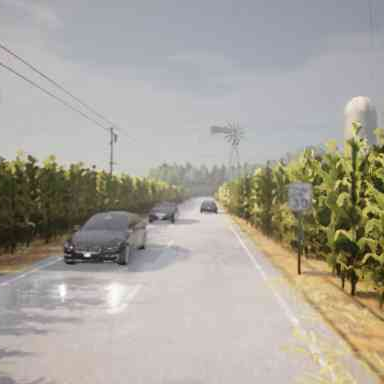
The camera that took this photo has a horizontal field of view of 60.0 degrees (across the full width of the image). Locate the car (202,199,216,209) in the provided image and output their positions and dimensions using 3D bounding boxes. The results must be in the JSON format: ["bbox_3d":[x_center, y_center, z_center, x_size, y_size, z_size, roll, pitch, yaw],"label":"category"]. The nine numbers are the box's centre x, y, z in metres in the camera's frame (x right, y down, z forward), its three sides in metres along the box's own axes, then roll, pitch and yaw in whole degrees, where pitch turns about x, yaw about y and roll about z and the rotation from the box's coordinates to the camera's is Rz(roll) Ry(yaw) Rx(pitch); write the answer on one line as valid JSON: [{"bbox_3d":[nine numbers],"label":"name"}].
[{"bbox_3d":[2.459,1.761,49.010,1.895,1.301,4.718,1,0,3],"label":"car"}]

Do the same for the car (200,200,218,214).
[{"bbox_3d":[1.921,1.689,38.072,1.994,1.385,4.181,1,0,3],"label":"car"}]

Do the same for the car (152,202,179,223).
[{"bbox_3d":[-2.078,1.522,25.674,2.128,1.511,4.902,1,0,3],"label":"car"}]

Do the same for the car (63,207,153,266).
[{"bbox_3d":[-2.786,1.488,11.657,1.837,1.490,4.892,1,0,3],"label":"car"}]
